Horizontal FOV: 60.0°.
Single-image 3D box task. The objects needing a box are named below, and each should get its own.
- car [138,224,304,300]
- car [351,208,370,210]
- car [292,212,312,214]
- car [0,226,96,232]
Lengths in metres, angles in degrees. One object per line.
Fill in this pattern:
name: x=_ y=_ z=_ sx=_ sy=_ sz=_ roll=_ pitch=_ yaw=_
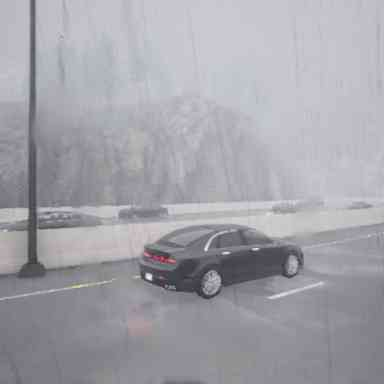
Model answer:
car: x=0.970 y=1.598 z=8.739 sx=4.892 sy=1.490 sz=1.837 roll=0 pitch=0 yaw=-38
car: x=22.013 y=1.922 z=43.184 sx=2.033 sy=1.411 sz=5.357 roll=-1 pitch=-1 yaw=42
car: x=13.141 y=1.867 z=38.706 sx=1.837 sy=1.490 sz=4.892 roll=-1 pitch=-1 yaw=44
car: x=-6.879 y=1.696 z=16.376 sx=4.902 sy=1.511 sz=2.128 roll=0 pitch=-1 yaw=-37
